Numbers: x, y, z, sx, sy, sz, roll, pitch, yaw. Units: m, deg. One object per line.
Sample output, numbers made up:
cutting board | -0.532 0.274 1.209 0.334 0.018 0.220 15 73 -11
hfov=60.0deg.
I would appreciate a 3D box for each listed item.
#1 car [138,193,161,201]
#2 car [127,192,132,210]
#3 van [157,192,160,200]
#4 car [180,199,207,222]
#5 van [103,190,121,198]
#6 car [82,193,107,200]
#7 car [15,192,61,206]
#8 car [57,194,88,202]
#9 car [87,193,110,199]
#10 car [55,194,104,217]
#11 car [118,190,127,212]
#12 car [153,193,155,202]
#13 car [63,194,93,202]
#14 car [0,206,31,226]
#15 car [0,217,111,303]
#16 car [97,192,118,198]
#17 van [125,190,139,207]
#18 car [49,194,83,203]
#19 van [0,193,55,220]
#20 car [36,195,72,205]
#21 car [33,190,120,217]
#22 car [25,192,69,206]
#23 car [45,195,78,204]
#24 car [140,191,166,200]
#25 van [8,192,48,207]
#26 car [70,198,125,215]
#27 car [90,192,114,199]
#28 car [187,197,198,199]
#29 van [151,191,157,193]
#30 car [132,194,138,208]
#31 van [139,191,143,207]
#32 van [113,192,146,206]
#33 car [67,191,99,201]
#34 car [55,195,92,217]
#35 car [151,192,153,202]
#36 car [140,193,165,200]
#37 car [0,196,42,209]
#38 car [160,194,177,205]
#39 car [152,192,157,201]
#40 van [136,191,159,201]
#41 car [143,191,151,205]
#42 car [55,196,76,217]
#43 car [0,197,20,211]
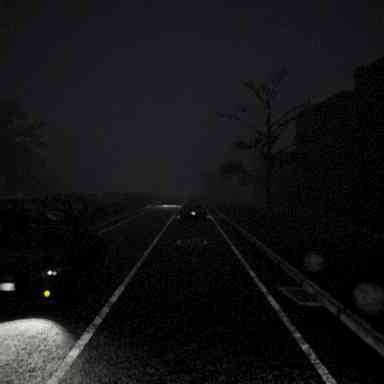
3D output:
car | -8.969 1.061 70.819 4.674 1.452 2.002 0 1 0
car | -8.954 1.186 34.367 4.553 1.767 2.185 0 0 0
van | -8.840 0.899 62.403 4.442 1.987 1.878 0 1 0
car | 0.104 1.442 25.082 1.994 1.385 4.181 0 0 0
van | -22.188 0.530 92.188 4.442 1.987 1.878 0 1 0
car | -22.058 0.964 75.540 4.892 1.521 2.231 0 1 0
car | -22.047 0.999 47.776 5.566 2.045 2.435 0 0 0
car | -22.030 1.133 61.661 5.008 1.535 2.097 0 1 0
car | -22.084 0.958 78.315 4.792 1.488 2.163 0 1 0
car | -8.878 1.238 23.154 4.553 1.767 2.185 0 0 0
car | -8.888 1.086 28.760 5.566 2.045 2.435 0 0 0
car | -8.944 1.248 53.993 4.674 1.452 2.002 0 0 0
car | -22.033 1.102 64.438 4.892 1.521 2.231 0 1 0
car | -8.891 1.415 11.942 5.008 1.535 2.097 0 0 0
car | -3.348 1.524 8.028 1.994 1.385 4.181 0 0 0
car | -22.036 0.854 86.641 4.792 1.488 2.163 0 1 0
van | -9.046 1.060 39.973 4.442 1.987 1.878 0 0 0
car | -22.217 1.160 58.883 5.366 1.575 1.946 0 1 0
van | -8.783 1.176 14.744 4.442 1.987 1.878 0 0 0
car | -22.054 1.243 53.329 4.792 1.488 2.163 0 0 0
car | -8.885 1.099 25.957 5.566 2.045 2.435 0 0 0
car | -21.994 0.981 50.552 5.566 2.045 2.435 0 0 0
car | -21.999 1.222 56.112 4.792 1.488 2.163 0 0 0
car | -8.945 0.700 76.422 5.566 2.045 2.435 0 1 0
van | -22.132 1.038 44.999 4.442 1.987 1.878 0 0 0
car | -8.917 1.365 31.564 4.674 1.452 2.002 0 0 0
car | -21.873 0.891 81.090 5.366 1.575 1.946 0 1 0
car | 0.114 1.312 41.578 1.812 1.442 4.674 0 0 0
van | -9.070 0.929 59.601 4.442 1.987 1.878 0 1 0
car | -8.920 1.300 37.171 4.892 1.521 2.231 0 0 0
van | -9.050 1.047 42.776 4.442 1.987 1.878 0 0 0
van | -9.056 1.021 48.381 4.442 1.987 1.878 0 0 0
car | -22.013 0.815 67.209 5.566 2.045 2.435 0 1 0
car | -8.875 1.251 20.351 4.553 1.767 2.185 0 0 0
car | -8.949 1.229 51.190 4.892 1.521 2.231 0 0 0
car | -8.785 0.983 73.622 5.366 1.575 1.946 0 1 0
car | -22.198 1.273 42.226 5.366 1.575 1.946 0 0 0
car | -3.317 1.286 50.411 1.994 1.385 4.181 0 0 0
car | -8.979 1.214 56.801 4.792 1.488 2.163 0 1 0
van | -9.080 0.830 68.013 4.442 1.987 1.878 0 1 0
car | -8.908 1.009 45.580 5.566 2.045 2.435 0 0 0
car | -8.934 1.263 17.547 4.553 1.767 2.185 0 0 0
car | -21.977 1.331 36.675 4.792 1.488 2.163 0 0 0
